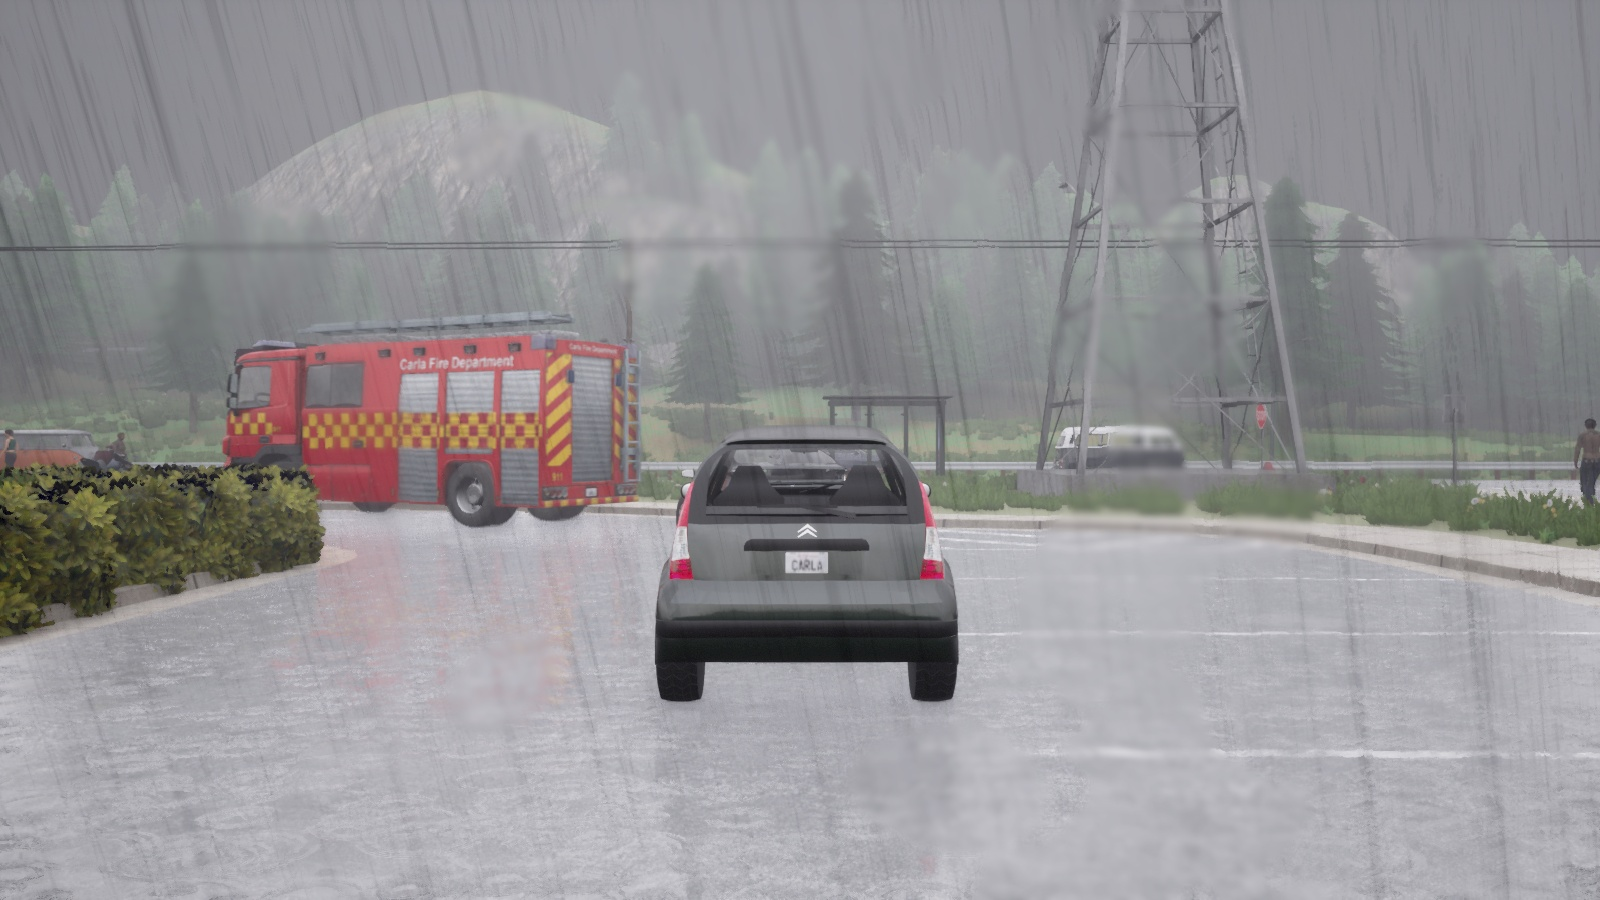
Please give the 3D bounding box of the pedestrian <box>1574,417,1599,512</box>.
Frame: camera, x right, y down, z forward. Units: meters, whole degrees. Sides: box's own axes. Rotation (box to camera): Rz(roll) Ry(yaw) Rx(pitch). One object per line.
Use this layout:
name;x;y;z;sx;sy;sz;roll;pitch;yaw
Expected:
pedestrian;15.259;0.277;24.268;0.328;1.805;0.869;0;0;20

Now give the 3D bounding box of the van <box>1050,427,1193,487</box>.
van;11.184;0.231;43.976;4.480;2.038;2.069;0;0;1

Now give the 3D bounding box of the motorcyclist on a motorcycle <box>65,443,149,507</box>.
motorcyclist on a motorcycle;-17.073;0.593;31.004;0.866;1.530;2.191;0;0;0

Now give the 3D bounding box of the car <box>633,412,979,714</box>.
car;0.038;0.595;8.719;1.851;1.617;3.988;0;0;0

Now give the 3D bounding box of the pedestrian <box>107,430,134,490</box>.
pedestrian;-21.048;0.295;38.892;0.634;1.846;0.331;0;0;2

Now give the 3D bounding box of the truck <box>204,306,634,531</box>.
truck;-7.578;-0.562;24.605;8.468;3.827;2.891;0;0;28

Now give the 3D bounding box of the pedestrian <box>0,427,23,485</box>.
pedestrian;-25.325;0.188;40.271;0.594;1.836;0.345;0;0;10

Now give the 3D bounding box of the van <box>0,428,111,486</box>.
van;-26.917;0.228;44.210;4.442;1.987;1.775;0;0;7

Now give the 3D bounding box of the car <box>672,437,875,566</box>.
car;-0.527;0.595;17.247;2.007;1.525;4.514;0;0;-12
